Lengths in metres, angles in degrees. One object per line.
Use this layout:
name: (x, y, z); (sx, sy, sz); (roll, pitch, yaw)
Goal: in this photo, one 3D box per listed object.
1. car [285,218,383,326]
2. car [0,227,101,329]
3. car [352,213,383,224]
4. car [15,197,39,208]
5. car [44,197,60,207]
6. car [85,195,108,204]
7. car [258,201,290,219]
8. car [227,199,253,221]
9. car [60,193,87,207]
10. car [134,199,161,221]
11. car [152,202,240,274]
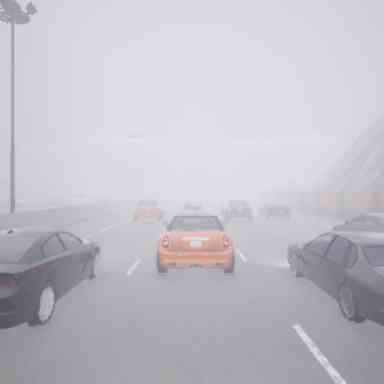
car: (3.600, 1.551, 7.150); (2.033, 1.411, 5.357); (0, 0, 0)
car: (-3.401, 1.480, 7.081); (1.882, 1.535, 5.008); (0, 0, 0)
car: (7.101, 1.531, 12.804); (1.812, 1.442, 4.674); (0, 0, 0)
car: (-24.493, 1.545, 49.545); (1.812, 1.442, 4.674); (0, 0, 1)
car: (-20.953, 1.524, 51.263); (1.837, 1.490, 4.892); (0, 0, 1)
car: (-14.002, 1.525, 50.168); (1.837, 1.490, 4.892); (0, 0, 1)
car: (7.102, 1.490, 29.172); (1.882, 1.535, 5.008); (0, 0, 0)
car: (3.601, 1.364, 27.306); (2.097, 1.767, 4.553); (0, 0, 0)
car: (-17.531, 1.242, 50.651); (2.150, 2.045, 5.566); (0, 0, 1)
car: (-3.399, 1.363, 27.317); (2.097, 1.767, 4.553); (0, 0, 0)
car: (0.100, 1.357, 10.719); (2.097, 1.767, 4.553); (0, 0, 0)
